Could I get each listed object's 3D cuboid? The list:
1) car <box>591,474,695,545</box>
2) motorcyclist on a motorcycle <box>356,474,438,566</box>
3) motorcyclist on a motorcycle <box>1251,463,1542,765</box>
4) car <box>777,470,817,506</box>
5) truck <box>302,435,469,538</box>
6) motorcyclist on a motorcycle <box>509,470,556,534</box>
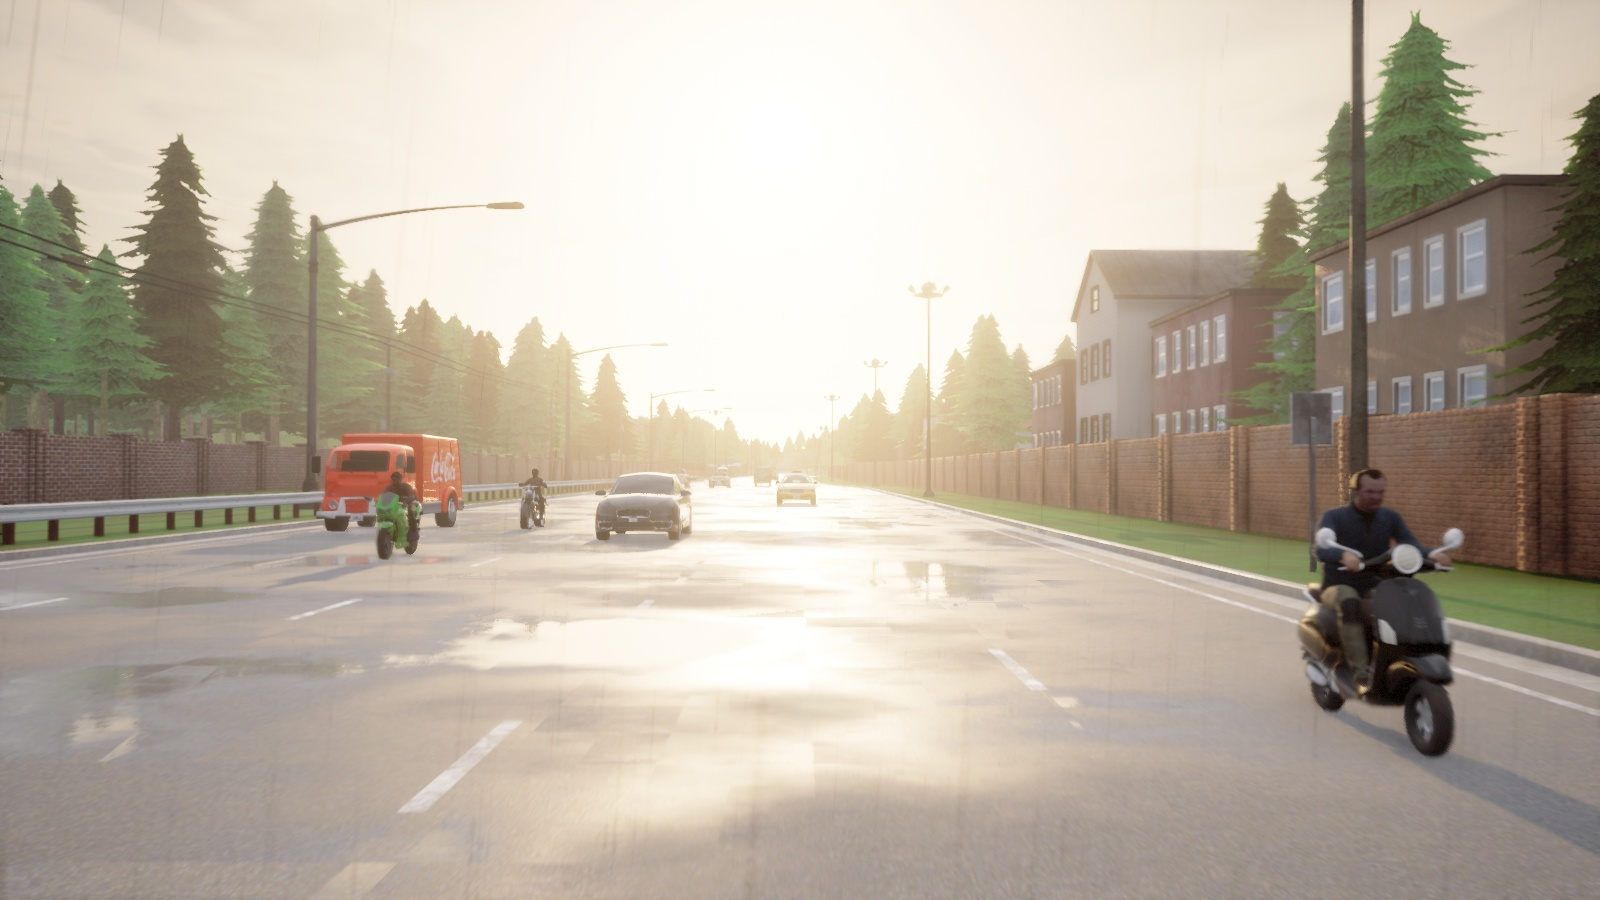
[{"bbox_3d":[-3.576,1.326,29.398,1.837,1.490,4.892,0,-1,0],"label":"car"},{"bbox_3d":[-7.055,1.195,22.087,0.797,1.523,2.044,0,-1,0],"label":"motorcyclist on a motorcycle"},{"bbox_3d":[3.481,0.880,7.555,0.866,1.590,1.817,0,-1,0],"label":"motorcyclist on a motorcycle"},{"bbox_3d":[-0.145,1.735,58.593,1.801,1.575,5.366,0,-1,0],"label":"car"},{"bbox_3d":[-10.583,0.916,32.600,2.627,2.467,5.204,0,-1,0],"label":"truck"},{"bbox_3d":[-7.083,1.352,33.378,0.766,1.649,2.350,0,-1,0],"label":"motorcyclist on a motorcycle"}]
